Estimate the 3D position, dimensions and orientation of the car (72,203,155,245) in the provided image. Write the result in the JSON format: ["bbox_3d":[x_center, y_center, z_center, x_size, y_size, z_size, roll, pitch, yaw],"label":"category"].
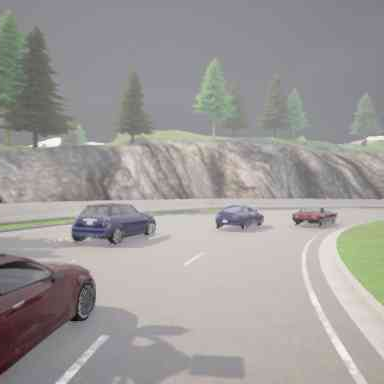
[{"bbox_3d":[-3.488,1.304,15.695,2.097,1.767,4.553,1,0,20],"label":"car"}]

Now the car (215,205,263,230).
[{"bbox_3d":[3.078,1.547,21.329,1.812,1.442,4.674,0,0,30],"label":"car"}]

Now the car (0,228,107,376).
[{"bbox_3d":[-2.878,1.491,4.296,1.812,1.442,4.674,0,0,6],"label":"car"}]

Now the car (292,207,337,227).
[{"bbox_3d":[8.876,1.685,23.772,1.895,1.301,4.718,1,0,37],"label":"car"}]
